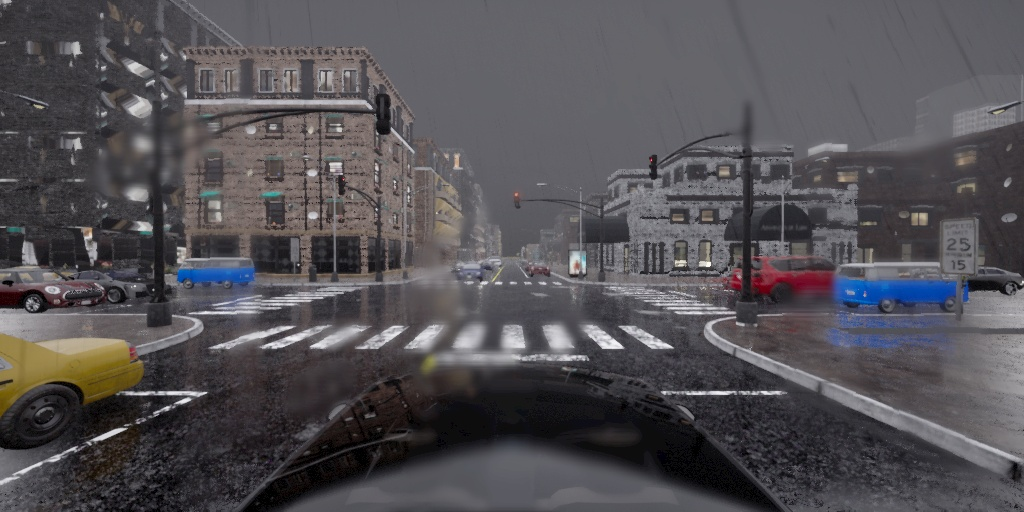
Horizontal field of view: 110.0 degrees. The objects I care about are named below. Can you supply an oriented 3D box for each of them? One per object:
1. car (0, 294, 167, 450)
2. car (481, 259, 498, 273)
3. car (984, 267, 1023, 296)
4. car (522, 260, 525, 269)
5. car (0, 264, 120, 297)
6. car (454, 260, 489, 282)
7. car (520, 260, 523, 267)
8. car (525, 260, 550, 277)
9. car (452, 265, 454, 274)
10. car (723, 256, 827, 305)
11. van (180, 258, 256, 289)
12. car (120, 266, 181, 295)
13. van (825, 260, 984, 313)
[{"bbox_3d":[-5.692,1.275,2.573,1.751,1.417,4.829,0,0,0],"label":"car"},{"bbox_3d":[-3.160,1.364,44.595,1.895,1.301,4.718,0,0,0],"label":"car"},{"bbox_3d":[24.410,1.290,19.408,4.902,1.511,2.128,0,0,0],"label":"car"},{"bbox_3d":[2.626,1.347,46.615,1.802,1.307,4.207,0,0,0],"label":"car"},{"bbox_3d":[-17.738,1.190,13.251,4.097,1.591,1.967,0,0,-1],"label":"car"},{"bbox_3d":[-3.135,1.274,28.594,1.812,1.442,4.674,0,0,0],"label":"car"},{"bbox_3d":[2.618,1.320,52.312,2.007,1.370,4.403,0,0,0],"label":"car"},{"bbox_3d":[2.643,1.195,35.222,1.967,1.591,4.097,0,0,0],"label":"car"},{"bbox_3d":[-5.746,1.310,40.894,2.007,1.370,4.403,0,0,0],"label":"car"},{"bbox_3d":[12.792,1.016,15.973,5.566,2.045,2.150,0,1,-1],"label":"car"},{"bbox_3d":[-17.793,1.030,21.632,3.998,1.789,1.690,0,0,-1],"label":"van"},{"bbox_3d":[-17.753,1.295,15.835,4.181,1.385,1.994,0,0,-1],"label":"car"},{"bbox_3d":[14.639,1.156,13.538,3.998,1.789,1.690,0,0,-1],"label":"van"}]
